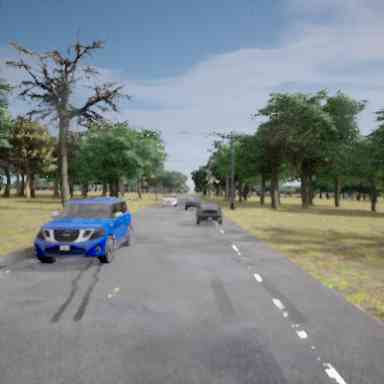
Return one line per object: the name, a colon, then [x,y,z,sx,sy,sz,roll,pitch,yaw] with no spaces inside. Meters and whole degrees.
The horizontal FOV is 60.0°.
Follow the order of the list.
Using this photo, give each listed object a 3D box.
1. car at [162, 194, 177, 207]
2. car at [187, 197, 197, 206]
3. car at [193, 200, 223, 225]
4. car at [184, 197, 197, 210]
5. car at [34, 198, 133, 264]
car: [-3.590,1.361,53.276,2.150,2.045,5.566,0,0,0]
car: [-0.031,1.682,59.053,1.812,1.442,4.674,0,0,0]
car: [1.211,1.563,24.864,1.837,1.490,4.892,0,0,0]
car: [0.006,1.617,44.841,1.837,1.490,4.892,0,-1,0]
car: [-3.617,1.248,12.246,2.150,2.045,5.566,0,0,0]
